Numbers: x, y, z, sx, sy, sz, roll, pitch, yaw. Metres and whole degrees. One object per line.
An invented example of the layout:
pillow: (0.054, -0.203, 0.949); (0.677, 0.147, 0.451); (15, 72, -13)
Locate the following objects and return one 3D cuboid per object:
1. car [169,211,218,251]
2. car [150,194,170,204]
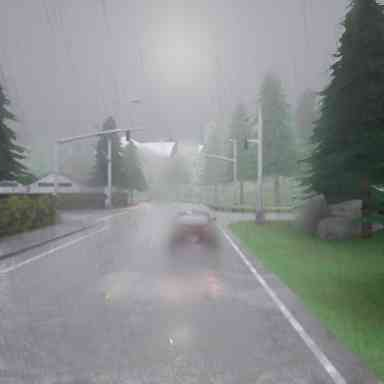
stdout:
car: (0.070, 1.497, 13.778); (1.812, 1.442, 4.674); (0, 0, 0)
car: (-5.981, 1.223, 61.305); (2.097, 1.767, 4.553); (0, 0, -36)
